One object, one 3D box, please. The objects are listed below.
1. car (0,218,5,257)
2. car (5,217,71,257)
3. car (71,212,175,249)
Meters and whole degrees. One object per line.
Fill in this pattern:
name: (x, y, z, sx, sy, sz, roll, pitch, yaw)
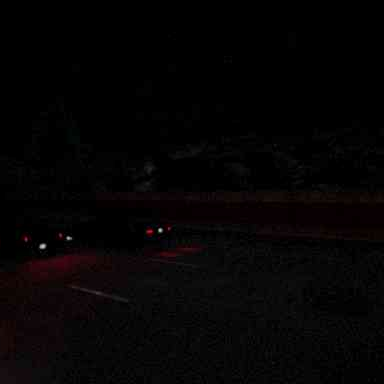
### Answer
car: (-7.825, 1.269, 9.397, 5.566, 2.045, 2.150, -2, -1, 35)
car: (-7.167, 1.664, 13.223, 4.718, 1.301, 1.895, 0, 0, 35)
car: (-3.312, 1.599, 14.776, 5.357, 1.411, 2.033, 0, 0, 35)
